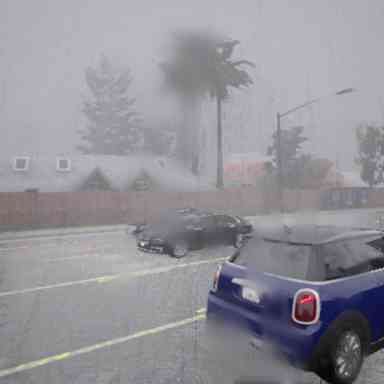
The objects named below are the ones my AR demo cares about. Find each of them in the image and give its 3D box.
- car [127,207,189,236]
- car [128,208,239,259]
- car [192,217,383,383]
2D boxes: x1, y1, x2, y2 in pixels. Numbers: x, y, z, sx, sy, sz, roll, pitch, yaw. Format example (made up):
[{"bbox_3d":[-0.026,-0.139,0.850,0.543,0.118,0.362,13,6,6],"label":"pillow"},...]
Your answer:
[{"bbox_3d":[-0.759,1.531,16.386,4.902,1.511,2.128,0,0,-36],"label":"car"},{"bbox_3d":[0.274,1.530,12.817,4.892,1.490,1.837,0,0,-36],"label":"car"},{"bbox_3d":[2.499,1.347,5.572,4.553,1.767,2.097,0,0,-36],"label":"car"}]
